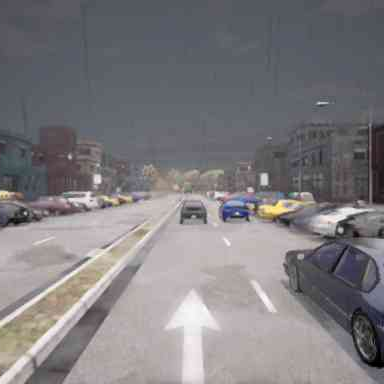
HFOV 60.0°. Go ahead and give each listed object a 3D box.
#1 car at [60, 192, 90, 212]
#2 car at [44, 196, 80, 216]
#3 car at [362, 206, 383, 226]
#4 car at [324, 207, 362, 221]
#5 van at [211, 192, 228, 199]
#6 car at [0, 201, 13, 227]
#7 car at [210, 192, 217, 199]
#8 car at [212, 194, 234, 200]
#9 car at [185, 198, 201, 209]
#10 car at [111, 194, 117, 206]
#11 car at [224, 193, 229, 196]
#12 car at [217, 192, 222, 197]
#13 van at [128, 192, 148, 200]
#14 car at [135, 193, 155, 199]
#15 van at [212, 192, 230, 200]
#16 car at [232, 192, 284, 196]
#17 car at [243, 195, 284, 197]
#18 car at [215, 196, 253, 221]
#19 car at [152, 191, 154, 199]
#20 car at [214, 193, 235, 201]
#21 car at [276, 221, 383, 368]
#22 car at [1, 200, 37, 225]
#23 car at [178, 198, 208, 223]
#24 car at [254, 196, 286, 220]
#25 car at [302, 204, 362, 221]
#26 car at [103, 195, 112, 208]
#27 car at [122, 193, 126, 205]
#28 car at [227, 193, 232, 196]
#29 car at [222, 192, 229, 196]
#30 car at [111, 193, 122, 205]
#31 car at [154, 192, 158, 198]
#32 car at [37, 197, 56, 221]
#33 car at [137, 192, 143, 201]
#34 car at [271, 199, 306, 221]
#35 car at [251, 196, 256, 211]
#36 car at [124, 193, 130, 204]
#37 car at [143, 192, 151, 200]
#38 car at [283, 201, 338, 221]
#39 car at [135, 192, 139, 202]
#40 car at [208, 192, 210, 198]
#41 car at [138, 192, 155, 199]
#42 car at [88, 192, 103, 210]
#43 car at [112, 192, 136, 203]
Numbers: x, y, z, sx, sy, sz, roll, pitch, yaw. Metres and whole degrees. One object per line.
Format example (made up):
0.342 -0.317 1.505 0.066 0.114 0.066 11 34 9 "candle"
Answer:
-12.732 1.179 32.018 4.553 1.767 2.185 0 0 0 "car"
-12.703 1.355 29.149 4.674 1.452 2.002 0 0 0 "car"
7.611 1.285 9.187 4.553 1.767 2.185 0 0 0 "car"
7.672 1.422 11.945 4.792 1.488 2.163 0 0 0 "car"
7.643 0.947 91.917 4.442 1.987 1.878 0 0 0 "van"
-12.726 1.407 18.034 4.674 1.452 2.002 0 0 0 "car"
7.584 0.982 75.369 5.566 2.045 2.435 0 0 0 "car"
7.541 1.215 80.762 5.008 1.535 2.097 0 0 0 "car"
0.076 1.402 41.879 1.895 1.301 4.718 0 0 0 "car"
-12.647 1.302 43.169 4.792 1.488 2.163 0 0 0 "car"
7.597 1.314 50.680 4.674 1.452 2.002 0 0 0 "car"
7.562 1.019 56.065 5.566 2.045 2.435 0 0 0 "car"
-12.797 0.961 79.294 4.442 1.987 1.878 0 0 0 "van"
-12.685 1.150 90.412 5.008 1.535 2.097 0 0 0 "car"
7.419 0.969 86.401 4.442 1.987 1.878 0 0 0 "van"
7.596 1.038 36.762 5.566 2.045 2.435 0 0 0 "car"
7.820 1.300 31.251 5.366 1.575 1.946 0 0 0 "car"
3.100 1.322 25.318 1.882 1.535 5.008 0 0 0 "car"
-12.688 1.209 84.853 4.674 1.452 2.002 0 0 0 "car"
7.582 1.099 78.005 4.553 1.767 2.185 0 0 0 "car"
3.100 1.503 5.596 2.033 1.411 5.357 0 0 0 "car"
-12.752 1.382 20.813 4.792 1.488 2.163 0 0 0 "car"
0.102 1.354 24.024 1.837 1.490 4.892 0 0 0 "car"
7.829 1.319 25.736 5.366 1.575 1.946 0 0 0 "car"
7.640 1.417 14.739 4.674 1.452 2.002 0 0 0 "car"
-12.653 1.308 40.392 4.792 1.488 2.163 0 0 0 "car"
-12.693 1.290 48.727 4.792 1.488 2.163 0 0 0 "car"
7.604 1.277 45.035 5.008 1.535 2.097 0 0 0 "car"
7.564 1.147 53.307 4.553 1.767 2.185 0 0 0 "car"
-12.856 1.263 45.949 5.366 1.575 1.946 0 0 0 "car"
-12.503 1.157 87.633 5.366 1.575 1.946 0 0 0 "car"
-12.724 1.340 23.593 4.892 1.521 2.231 0 0 0 "car"
-12.635 0.981 62.616 5.566 2.045 2.435 0 0 0 "car"
7.614 1.377 20.216 4.792 1.488 2.163 0 0 0 "car"
7.668 1.342 28.493 4.792 1.488 2.163 0 0 0 "car"
-12.664 1.256 51.382 5.008 1.535 2.097 0 0 0 "car"
-12.671 1.196 76.515 4.892 1.521 2.231 0 0 0 "car"
7.614 1.391 17.460 4.792 1.488 2.163 0 0 0 "car"
-12.654 1.239 59.838 4.892 1.521 2.231 0 0 0 "car"
7.569 0.954 83.644 5.566 2.045 2.435 0 0 0 "car"
-12.725 1.015 93.191 4.553 1.767 2.185 0 0 0 "car"
-12.722 1.043 34.831 5.566 2.045 2.435 0 0 0 "car"
-12.663 1.244 57.058 5.008 1.535 2.097 0 0 0 "car"
